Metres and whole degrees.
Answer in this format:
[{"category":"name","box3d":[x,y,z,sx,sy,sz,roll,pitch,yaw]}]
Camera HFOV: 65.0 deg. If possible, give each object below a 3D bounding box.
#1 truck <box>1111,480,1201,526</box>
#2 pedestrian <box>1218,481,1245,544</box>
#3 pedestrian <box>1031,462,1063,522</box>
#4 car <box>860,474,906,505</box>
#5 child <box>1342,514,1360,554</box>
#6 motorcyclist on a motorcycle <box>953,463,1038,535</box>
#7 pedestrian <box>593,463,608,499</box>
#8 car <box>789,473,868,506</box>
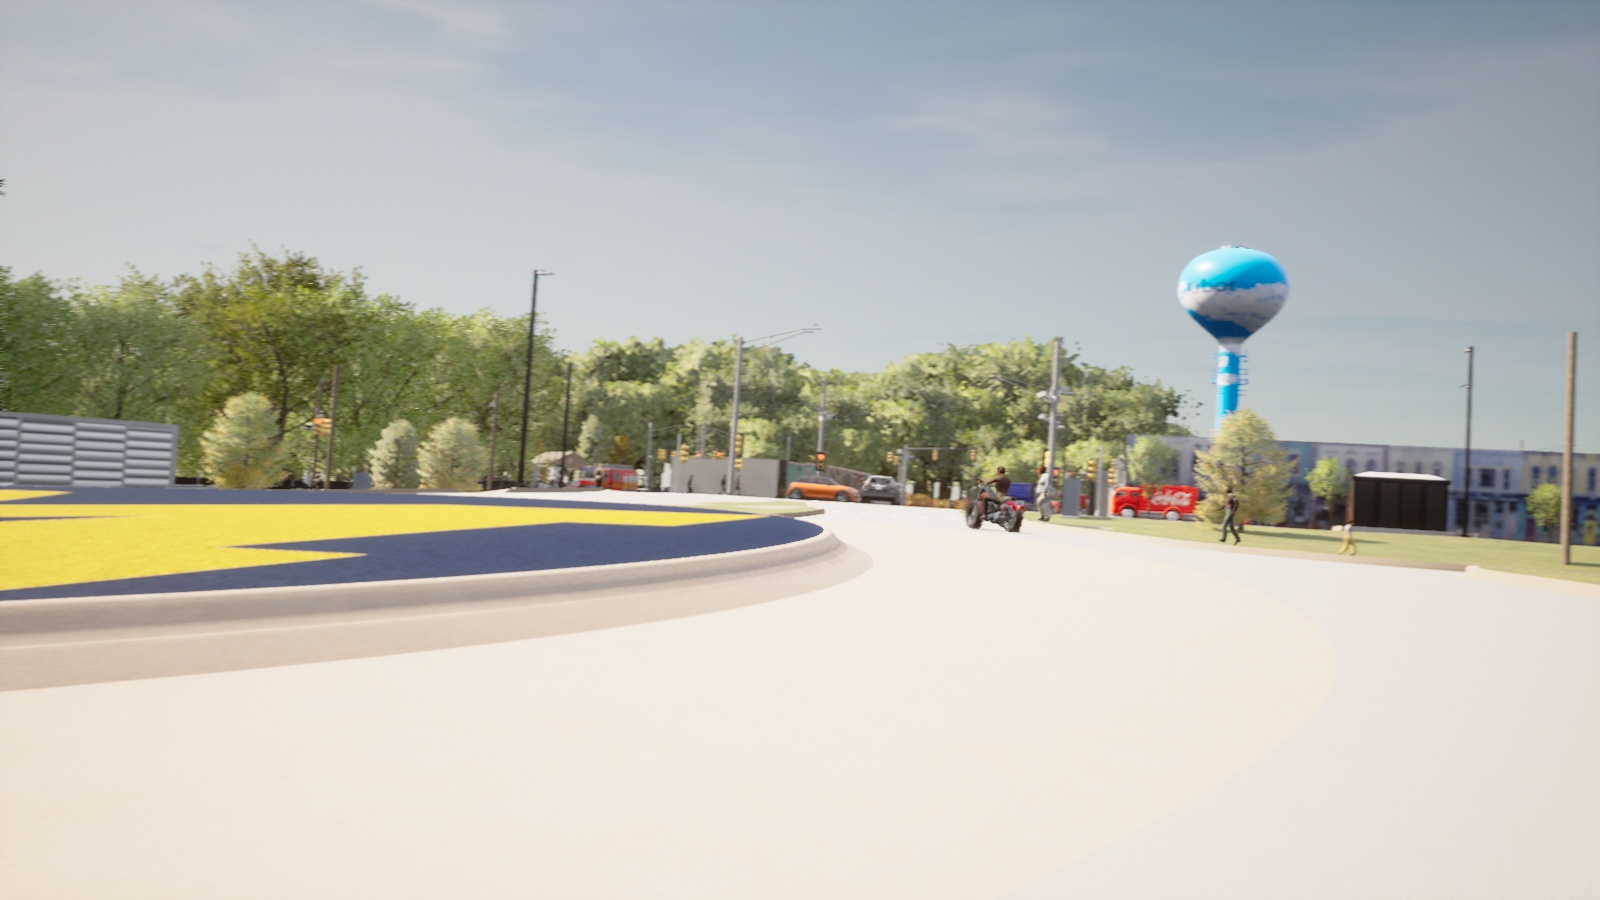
[{"category":"truck","box3d":[22.096,3.289,77.888,5.204,2.467,2.627,3,-3,18]},{"category":"pedestrian","box3d":[13.596,1.964,39.579,0.666,1.930,0.402,3,-3,6]},{"category":"pedestrian","box3d":[7.917,1.366,40.315,0.900,1.855,0.874,3,-3,11]},{"category":"car","box3d":[4.356,2.073,65.269,1.970,1.475,3.806,3,-2,9]},{"category":"child","box3d":[17.749,2.716,40.446,0.437,1.263,0.270,3,-3,10]},{"category":"motorcyclist on a motorcycle","box3d":[4.773,1.180,30.839,0.766,1.649,2.350,6,-3,-25]},{"category":"pedestrian","box3d":[-10.341,1.628,65.196,0.345,1.836,0.594,2,-3,28]},{"category":"car","box3d":[1.808,2.511,79.545,4.553,1.767,2.097,3,-3,17]}]
